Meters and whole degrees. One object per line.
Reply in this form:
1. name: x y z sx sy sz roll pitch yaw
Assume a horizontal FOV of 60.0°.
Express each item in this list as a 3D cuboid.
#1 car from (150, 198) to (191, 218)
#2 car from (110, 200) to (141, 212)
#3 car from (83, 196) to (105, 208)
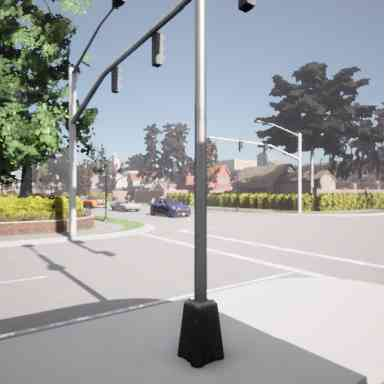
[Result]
1. car: -2.045 1.347 30.804 2.097 1.767 4.553 0 0 -36
2. car: -7.785 1.596 38.743 1.895 1.301 4.718 0 0 -36
3. car: -13.672 1.347 46.885 2.097 1.767 4.553 0 0 -36
